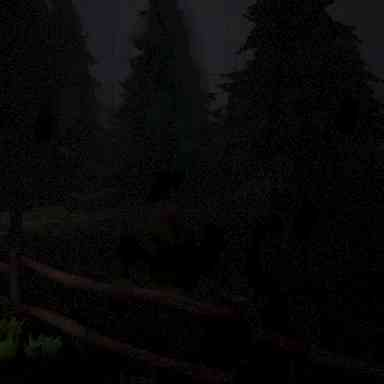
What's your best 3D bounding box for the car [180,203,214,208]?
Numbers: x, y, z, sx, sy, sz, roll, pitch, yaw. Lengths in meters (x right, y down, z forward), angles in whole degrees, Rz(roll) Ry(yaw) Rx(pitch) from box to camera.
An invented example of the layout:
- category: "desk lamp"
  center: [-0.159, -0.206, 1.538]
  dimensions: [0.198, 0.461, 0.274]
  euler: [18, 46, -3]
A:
- category: "car"
  center: [0.467, 1.590, 37.827]
  dimensions: [4.181, 1.385, 1.994]
  euler: [0, 0, -11]
